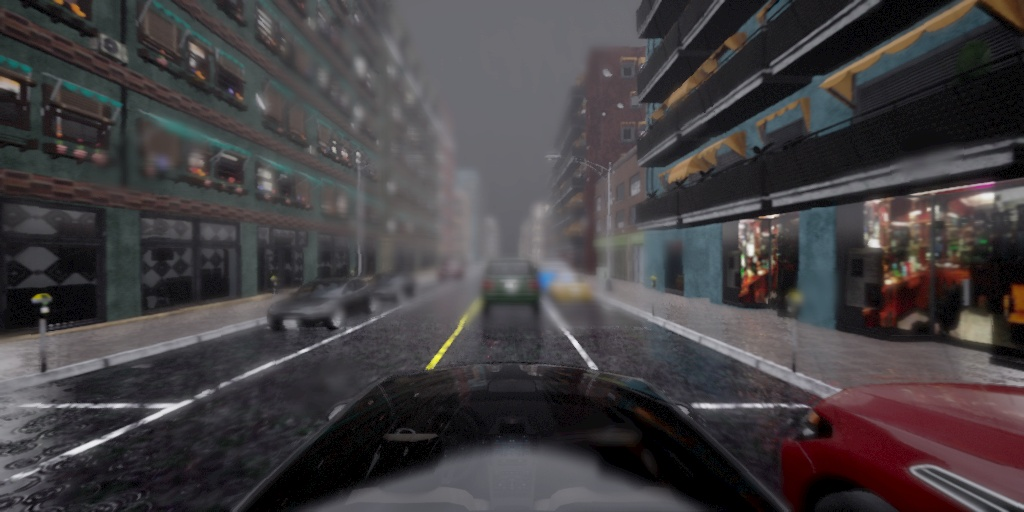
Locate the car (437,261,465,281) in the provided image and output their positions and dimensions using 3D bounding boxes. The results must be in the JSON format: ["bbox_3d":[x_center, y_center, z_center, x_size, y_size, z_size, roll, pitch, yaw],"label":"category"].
[{"bbox_3d":[-5.711,1.386,34.193,2.192,1.841,5.009,0,0,0],"label":"car"}]

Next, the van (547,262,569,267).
[{"bbox_3d":[2.677,1.298,22.825,1.690,1.789,3.998,0,0,0],"label":"van"}]

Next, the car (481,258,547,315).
[{"bbox_3d":[0.003,1.098,14.407,2.150,2.045,5.566,0,0,0],"label":"car"}]

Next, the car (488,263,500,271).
[{"bbox_3d":[-3.081,1.899,63.377,1.812,1.442,4.674,0,-1,1],"label":"car"}]

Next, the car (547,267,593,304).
[{"bbox_3d":[2.680,1.426,17.311,1.751,1.417,4.829,0,0,0],"label":"car"}]

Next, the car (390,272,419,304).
[{"bbox_3d":[-5.700,1.466,17.139,1.948,1.339,4.313,0,0,0],"label":"car"}]

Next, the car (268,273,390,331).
[{"bbox_3d":[-5.697,1.410,11.456,1.948,1.339,4.313,0,0,0],"label":"car"}]
